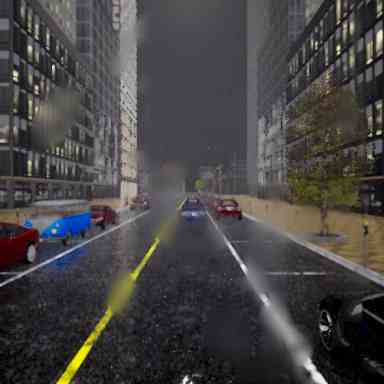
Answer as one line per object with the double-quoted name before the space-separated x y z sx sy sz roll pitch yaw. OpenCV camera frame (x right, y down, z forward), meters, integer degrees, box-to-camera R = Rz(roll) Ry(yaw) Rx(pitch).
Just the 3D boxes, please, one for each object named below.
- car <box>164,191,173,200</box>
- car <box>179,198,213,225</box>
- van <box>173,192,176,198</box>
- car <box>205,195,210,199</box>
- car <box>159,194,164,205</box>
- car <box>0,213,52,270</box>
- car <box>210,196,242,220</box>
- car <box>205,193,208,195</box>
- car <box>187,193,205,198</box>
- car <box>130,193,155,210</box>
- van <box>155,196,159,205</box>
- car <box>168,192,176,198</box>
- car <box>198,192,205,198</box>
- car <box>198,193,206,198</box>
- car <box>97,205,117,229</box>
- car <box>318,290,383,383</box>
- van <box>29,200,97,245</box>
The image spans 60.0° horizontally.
"car" -5.683 1.005 71.220 1.752 1.417 4.829 0 0 0
"car" 0.101 1.388 22.448 2.033 1.411 5.357 0 0 0
"van" -5.681 0.733 82.773 1.690 1.788 3.998 0 0 0
"car" 2.695 1.315 37.224 1.802 1.307 4.206 0 0 0
"car" -5.684 1.215 48.623 1.947 1.339 4.313 0 0 0
"car" -5.687 1.483 8.778 1.887 1.381 4.507 0 0 0
"car" 2.696 1.257 25.839 1.967 1.590 4.097 0 0 0
"car" 2.696 1.215 43.085 1.752 1.417 4.829 0 0 0
"car" 0.102 1.198 40.808 2.128 1.511 4.902 0 0 0
"car" -5.685 1.173 37.237 1.967 1.590 4.097 0 0 0
"van" -5.684 1.032 42.930 1.690 1.788 3.998 0 0 0
"car" -5.681 0.745 94.158 1.967 1.590 4.097 0 0 0
"car" 2.699 0.850 94.141 1.887 1.381 4.507 0 0 0
"car" 2.698 0.899 88.449 2.008 1.369 4.403 0 0 0
"car" -5.686 1.439 20.163 1.802 1.307 4.206 0 0 0
"car" 2.693 1.544 3.073 1.947 1.339 4.313 0 0 0
"van" -5.686 1.239 14.469 1.690 1.788 3.998 0 0 0
